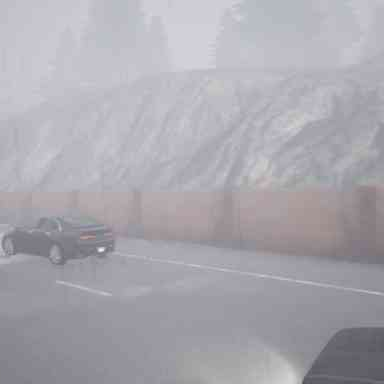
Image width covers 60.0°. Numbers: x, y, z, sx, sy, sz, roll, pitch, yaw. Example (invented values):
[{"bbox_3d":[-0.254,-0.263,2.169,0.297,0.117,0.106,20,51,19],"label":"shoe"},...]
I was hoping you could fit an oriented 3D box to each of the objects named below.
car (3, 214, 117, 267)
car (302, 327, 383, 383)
[{"bbox_3d":[-4.765,1.542,11.688,4.892,1.490,1.837,0,0,36],"label":"car"},{"bbox_3d":[3.299,1.541,1.636,5.357,1.411,2.033,0,0,35],"label":"car"}]
